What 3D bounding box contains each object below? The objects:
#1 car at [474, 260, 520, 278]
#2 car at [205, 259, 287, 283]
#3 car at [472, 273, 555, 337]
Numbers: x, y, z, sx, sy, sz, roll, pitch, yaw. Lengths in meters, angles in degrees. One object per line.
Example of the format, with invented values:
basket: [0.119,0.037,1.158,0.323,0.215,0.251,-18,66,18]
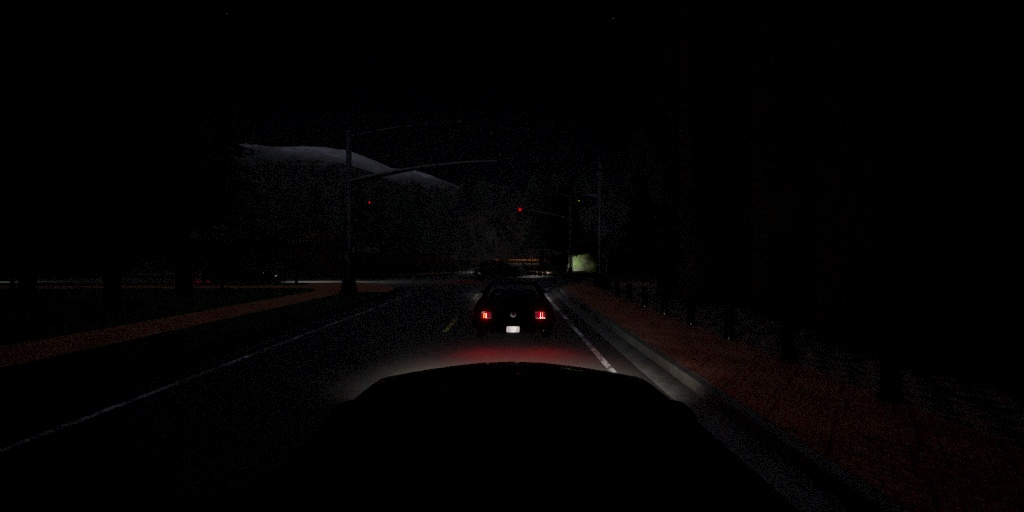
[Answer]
car: [-1.234,1.238,32.005,2.128,1.511,4.902,1,0,39]
car: [-20.294,1.225,27.020,4.902,1.511,2.128,0,0,-1]
car: [0.042,1.351,10.230,1.895,1.301,4.718,0,0,0]
